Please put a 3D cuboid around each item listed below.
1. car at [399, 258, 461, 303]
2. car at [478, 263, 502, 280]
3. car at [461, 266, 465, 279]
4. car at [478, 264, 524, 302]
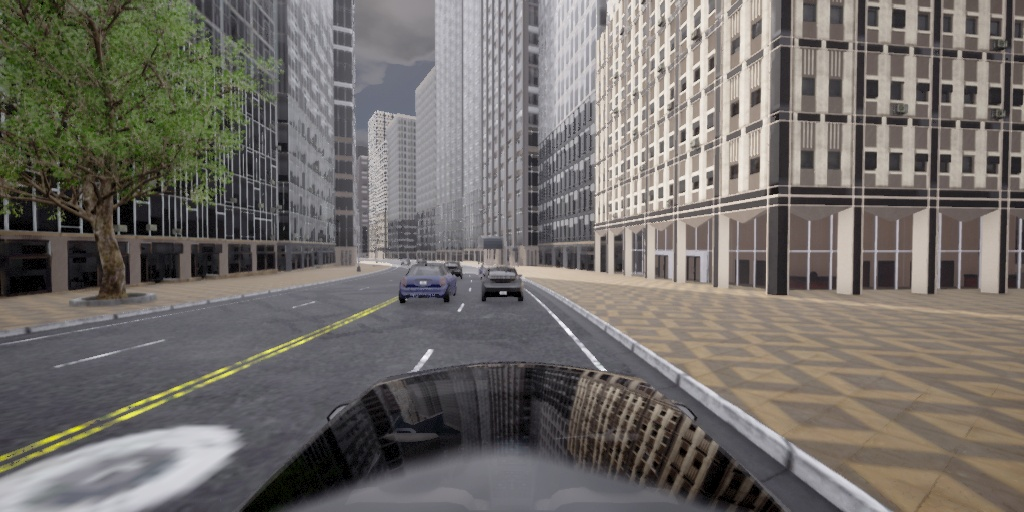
[{"bbox_3d":[-3.761,1.112,16.727,2.097,1.767,4.553,0,0,-4],"label":"car"},{"bbox_3d":[-2.061,1.354,32.252,1.895,1.301,4.718,0,0,-8],"label":"car"},{"bbox_3d":[-5.278,1.262,31.789,1.837,1.490,4.892,0,0,-8],"label":"car"},{"bbox_3d":[-0.520,1.258,16.975,1.837,1.490,4.892,0,0,-4],"label":"car"}]
